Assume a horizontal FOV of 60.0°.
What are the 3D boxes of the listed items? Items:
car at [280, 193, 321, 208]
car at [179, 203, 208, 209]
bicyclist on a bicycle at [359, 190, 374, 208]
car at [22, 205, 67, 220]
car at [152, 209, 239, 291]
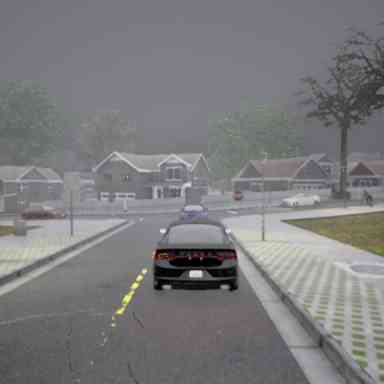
[{"bbox_3d":[11.587,0.854,35.335,4.674,1.442,1.812,-3,2,-25],"label":"car"},{"bbox_3d":[0.109,1.477,22.354,1.812,1.442,4.674,0,0,0],"label":"car"},{"bbox_3d":[16.250,0.636,31.019,0.582,1.620,1.656,-2,2,-25],"label":"bicyclist on a bicycle"},{"bbox_3d":[-14.284,1.993,32.093,4.674,1.442,1.812,-2,0,22],"label":"car"},{"bbox_3d":[0.097,1.458,9.016,1.882,1.535,5.008,0,0,0],"label":"car"}]
